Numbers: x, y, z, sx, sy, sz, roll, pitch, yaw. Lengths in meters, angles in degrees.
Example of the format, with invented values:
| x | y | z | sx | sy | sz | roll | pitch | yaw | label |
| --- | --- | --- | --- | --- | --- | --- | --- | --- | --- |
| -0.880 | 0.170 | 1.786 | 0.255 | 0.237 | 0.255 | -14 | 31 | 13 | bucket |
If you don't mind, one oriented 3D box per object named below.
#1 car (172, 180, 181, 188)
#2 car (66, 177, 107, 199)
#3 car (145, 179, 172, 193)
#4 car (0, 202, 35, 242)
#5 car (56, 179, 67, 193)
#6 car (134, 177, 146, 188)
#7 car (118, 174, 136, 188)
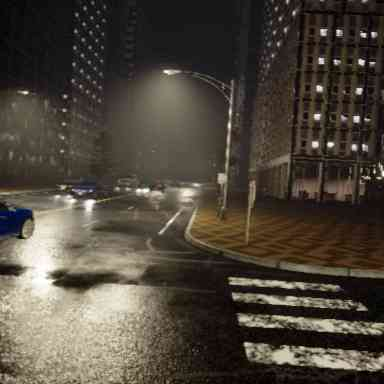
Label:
| x | y | z | sx | sy | sz | roll | pitch | yaw | label |
| --- | --- | --- | --- | --- | --- | --- | --- | --- | --- |
| -3.153 | -1.563 | 65.366 | 1.812 | 1.442 | 4.674 | 4 | 2 | 3 | car |
| -8.581 | -0.245 | 28.239 | 1.812 | 1.442 | 4.674 | 4 | 3 | 3 | car |
| -4.308 | -0.698 | 43.709 | 2.128 | 1.511 | 4.902 | 4 | 2 | 3 | car |
| -6.167 | 0.763 | 8.938 | 1.882 | 1.535 | 5.008 | 4 | 3 | 3 | car |
| -11.580 | -0.679 | 32.715 | 2.128 | 1.511 | 4.902 | 4 | 3 | 3 | car |
| -7.187 | -1.289 | 52.679 | 2.128 | 1.511 | 4.902 | 4 | 2 | 3 | car |
| -10.335 | -1.821 | 53.994 | 2.150 | 2.045 | 5.566 | 4 | 3 | 3 | car |
